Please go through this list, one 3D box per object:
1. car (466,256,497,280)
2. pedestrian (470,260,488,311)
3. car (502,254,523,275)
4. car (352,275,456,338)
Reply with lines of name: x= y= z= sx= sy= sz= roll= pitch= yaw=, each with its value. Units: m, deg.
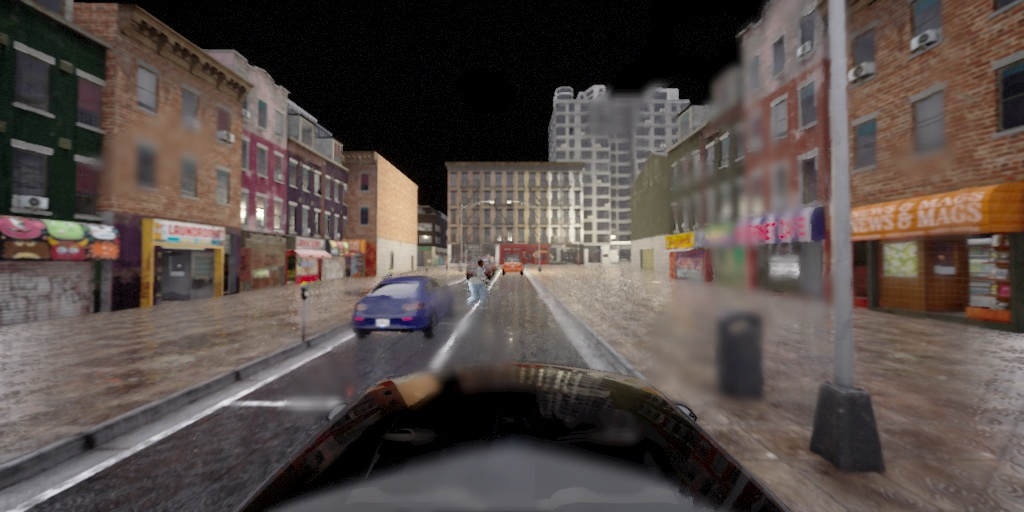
car: x=-2.636 y=0.954 z=29.766 sx=2.192 sy=1.841 sz=5.009 roll=0 pitch=0 yaw=0
pedestrian: x=-1.178 y=0.997 z=12.780 sx=0.375 sy=1.860 sz=0.375 roll=-1 pitch=-1 yaw=0
car: x=0.082 y=0.968 z=36.544 sx=2.097 sy=1.767 sz=4.553 roll=0 pitch=0 yaw=0
car: x=-2.750 y=1.242 z=9.924 sx=1.812 sy=1.442 sz=4.674 roll=0 pitch=0 yaw=0
